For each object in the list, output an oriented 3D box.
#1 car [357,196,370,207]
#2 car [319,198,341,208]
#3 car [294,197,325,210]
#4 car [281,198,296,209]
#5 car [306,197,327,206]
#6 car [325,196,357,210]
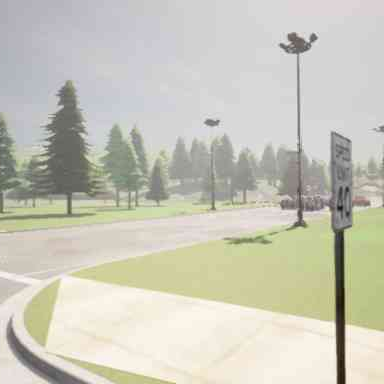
[{"bbox_3d":[27.809,1.449,54.630,2.097,1.767,4.553,-1,-1,38],"label":"car"},{"bbox_3d":[22.089,1.693,53.078,2.033,1.411,5.357,-1,-1,37],"label":"car"},{"bbox_3d":[15.845,1.753,44.856,1.895,1.301,4.718,-1,-1,38],"label":"car"},{"bbox_3d":[14.784,1.684,49.144,2.128,1.511,4.902,-1,-1,37],"label":"car"},{"bbox_3d":[22.050,1.677,58.620,2.128,1.511,4.902,-1,-1,38],"label":"car"},{"bbox_3d":[19.897,1.329,44.317,2.150,2.045,5.566,-1,0,38],"label":"car"}]
